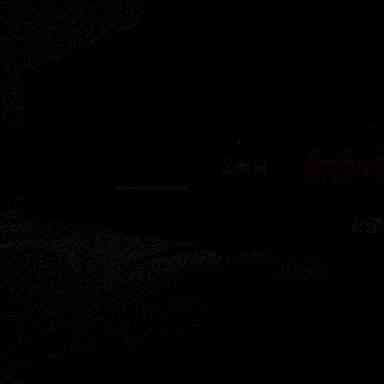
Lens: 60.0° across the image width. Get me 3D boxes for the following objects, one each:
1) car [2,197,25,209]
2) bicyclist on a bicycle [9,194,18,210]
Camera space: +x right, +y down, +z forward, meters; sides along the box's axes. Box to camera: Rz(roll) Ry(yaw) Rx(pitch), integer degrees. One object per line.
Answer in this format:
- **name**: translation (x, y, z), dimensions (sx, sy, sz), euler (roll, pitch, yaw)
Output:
- **car**: translation (-20.525, 1.253, 40.355), dimensions (1.887, 1.381, 4.507), euler (1, 0, 36)
- **bicyclist on a bicycle**: translation (-18.205, 1.057, 33.890), dimensions (1.656, 1.620, 0.582), euler (0, 0, 36)
